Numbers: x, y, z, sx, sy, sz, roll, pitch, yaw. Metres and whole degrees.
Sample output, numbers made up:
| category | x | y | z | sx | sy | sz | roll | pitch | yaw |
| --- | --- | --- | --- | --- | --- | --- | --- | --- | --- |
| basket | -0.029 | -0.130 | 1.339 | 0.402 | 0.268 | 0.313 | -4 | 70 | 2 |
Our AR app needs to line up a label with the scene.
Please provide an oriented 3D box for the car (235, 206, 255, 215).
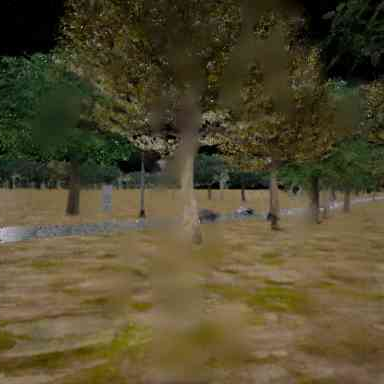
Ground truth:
| category | x | y | z | sx | sy | sz | roll | pitch | yaw |
| --- | --- | --- | --- | --- | --- | --- | --- | --- | --- |
| car | 8.971 | 3.125 | 56.265 | 2.128 | 1.511 | 4.902 | -1 | -2 | 33 |

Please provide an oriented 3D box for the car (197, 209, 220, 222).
| category | x | y | z | sx | sy | sz | roll | pitch | yaw |
| --- | --- | --- | --- | --- | --- | --- | --- | --- | --- |
| car | 1.235 | 2.581 | 37.802 | 2.033 | 1.411 | 5.357 | -1 | -2 | 33 |
